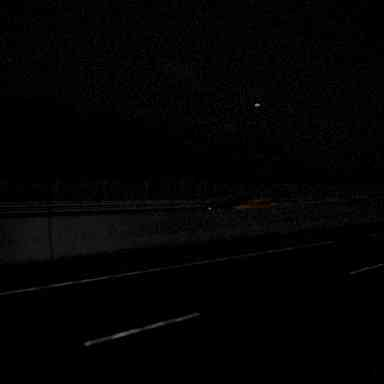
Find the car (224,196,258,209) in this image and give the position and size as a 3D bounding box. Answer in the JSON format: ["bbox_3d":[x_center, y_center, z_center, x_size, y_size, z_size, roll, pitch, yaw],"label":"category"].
[{"bbox_3d":[5.599,1.425,29.480,5.008,1.535,1.882,0,0,-35],"label":"car"}]

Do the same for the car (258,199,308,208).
[{"bbox_3d":[7.804,1.472,26.754,4.674,1.442,1.812,0,0,-35],"label":"car"}]

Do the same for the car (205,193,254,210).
[{"bbox_3d":[3.911,1.168,32.576,5.566,2.045,2.150,0,0,-35],"label":"car"}]
